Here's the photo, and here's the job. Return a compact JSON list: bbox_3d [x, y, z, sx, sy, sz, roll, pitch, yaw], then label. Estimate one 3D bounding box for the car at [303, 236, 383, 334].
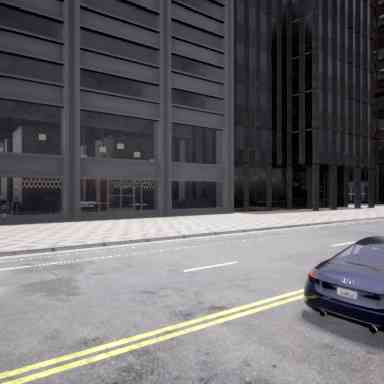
[{"bbox_3d":[4.061,1.563,6.410,4.181,1.385,1.994,0,0,-36],"label":"car"}]
